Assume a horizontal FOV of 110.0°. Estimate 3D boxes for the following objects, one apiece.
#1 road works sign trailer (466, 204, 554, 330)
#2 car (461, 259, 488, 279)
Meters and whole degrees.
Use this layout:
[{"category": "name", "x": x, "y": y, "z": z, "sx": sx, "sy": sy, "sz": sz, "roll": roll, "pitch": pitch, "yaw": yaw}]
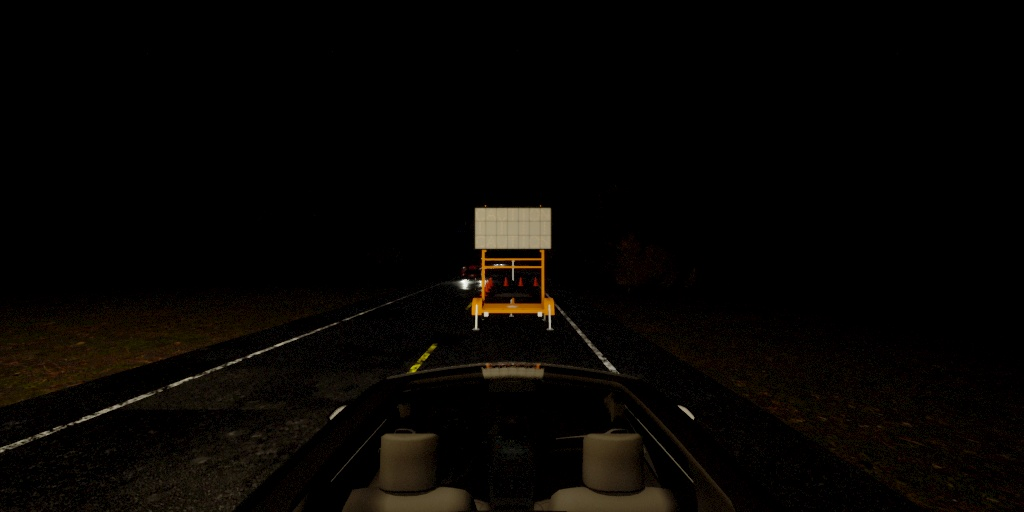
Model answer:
[{"category": "road works sign trailer", "x": 0.034, "y": 0.215, "z": 11.107, "sx": 2.380, "sy": 3.560, "sz": 2.880, "roll": 0, "pitch": 0, "yaw": 0}, {"category": "car", "x": -3.385, "y": 1.113, "z": 32.956, "sx": 2.097, "sy": 1.767, "sz": 4.553, "roll": 0, "pitch": 0, "yaw": 0}]
